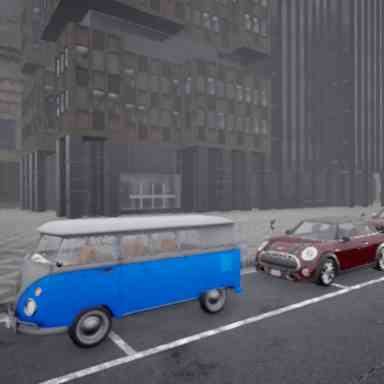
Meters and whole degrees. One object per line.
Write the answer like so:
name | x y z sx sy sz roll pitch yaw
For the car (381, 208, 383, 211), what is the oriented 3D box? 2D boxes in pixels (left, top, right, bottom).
car | 8.259 1.318 12.547 5.009 1.841 2.192 0 0 -36

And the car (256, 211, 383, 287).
car | 3.666 1.442 9.270 4.097 1.590 1.967 0 0 -36

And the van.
van | -0.926 1.342 5.994 3.998 1.788 1.690 0 0 -36
